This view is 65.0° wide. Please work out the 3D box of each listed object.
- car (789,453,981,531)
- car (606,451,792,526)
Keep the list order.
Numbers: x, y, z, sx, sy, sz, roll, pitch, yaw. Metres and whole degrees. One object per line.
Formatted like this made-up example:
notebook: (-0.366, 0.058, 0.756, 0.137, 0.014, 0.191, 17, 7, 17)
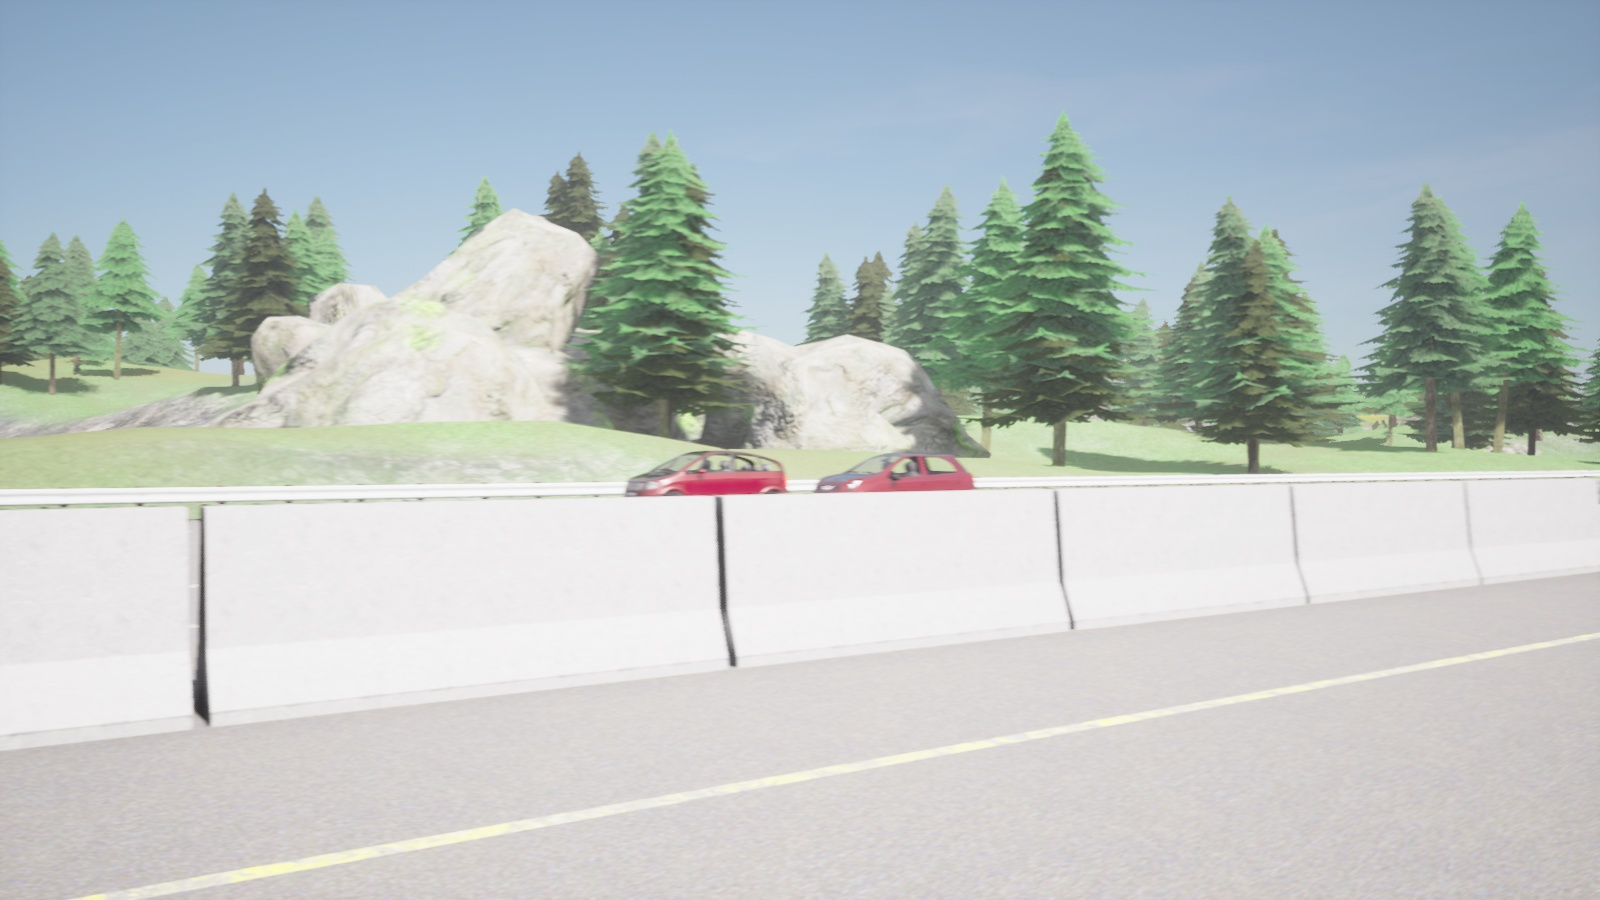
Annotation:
car: (1.800, 0.824, 26.233, 3.633, 1.501, 1.845, 0, 0, -35)
car: (-2.206, 0.800, 27.709, 3.705, 1.549, 1.789, 0, 0, -35)
